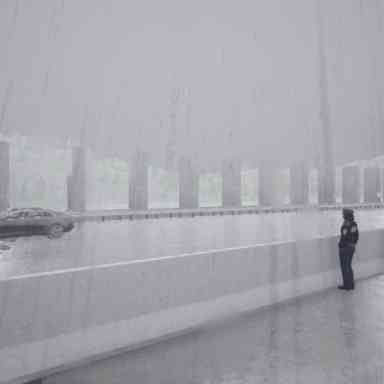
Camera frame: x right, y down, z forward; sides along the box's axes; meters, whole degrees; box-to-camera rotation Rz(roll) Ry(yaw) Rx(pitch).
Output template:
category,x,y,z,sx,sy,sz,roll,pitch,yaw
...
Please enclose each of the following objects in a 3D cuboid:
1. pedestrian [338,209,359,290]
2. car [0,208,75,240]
category,x,y,z,sx,sy,sz,roll,pitch,yaw
pedestrian,3.564,1.294,7.636,0.375,1.860,0.375,0,0,-33
car,-7.989,1.491,15.399,4.902,1.511,2.128,0,0,-35
